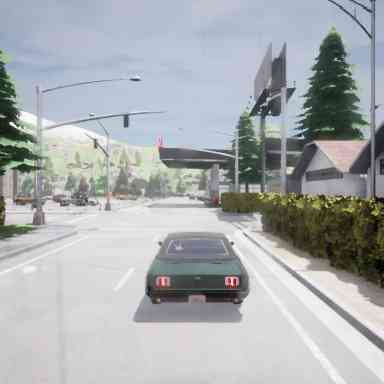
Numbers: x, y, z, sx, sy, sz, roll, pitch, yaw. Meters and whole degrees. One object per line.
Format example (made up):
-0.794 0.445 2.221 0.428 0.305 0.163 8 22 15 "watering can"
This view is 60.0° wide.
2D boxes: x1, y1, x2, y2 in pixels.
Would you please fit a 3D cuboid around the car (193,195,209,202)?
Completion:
2.517 1.540 76.859 2.033 1.411 5.357 0 0 -14 "car"

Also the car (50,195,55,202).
-23.974 1.298 62.973 4.514 1.523 2.007 0 0 0 "car"

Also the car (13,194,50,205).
-24.622 1.097 50.513 4.605 1.855 1.932 0 0 0 "car"

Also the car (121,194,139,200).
-16.438 1.339 87.987 4.514 1.523 2.007 0 0 0 "car"

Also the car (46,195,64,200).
-35.036 1.384 84.902 3.806 1.475 1.970 0 0 0 "car"

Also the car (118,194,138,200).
-16.370 1.330 84.851 5.027 1.636 2.152 0 0 0 "car"

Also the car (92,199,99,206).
-16.143 1.361 50.594 3.806 1.475 1.970 0 0 0 "car"

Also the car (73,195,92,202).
-23.983 1.320 72.966 3.633 1.501 1.845 0 0 0 "car"

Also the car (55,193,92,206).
-16.737 1.077 47.266 3.866 1.878 1.905 0 0 0 "car"

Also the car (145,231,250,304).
0.101 1.601 8.075 1.895 1.301 4.718 0 0 0 "car"
